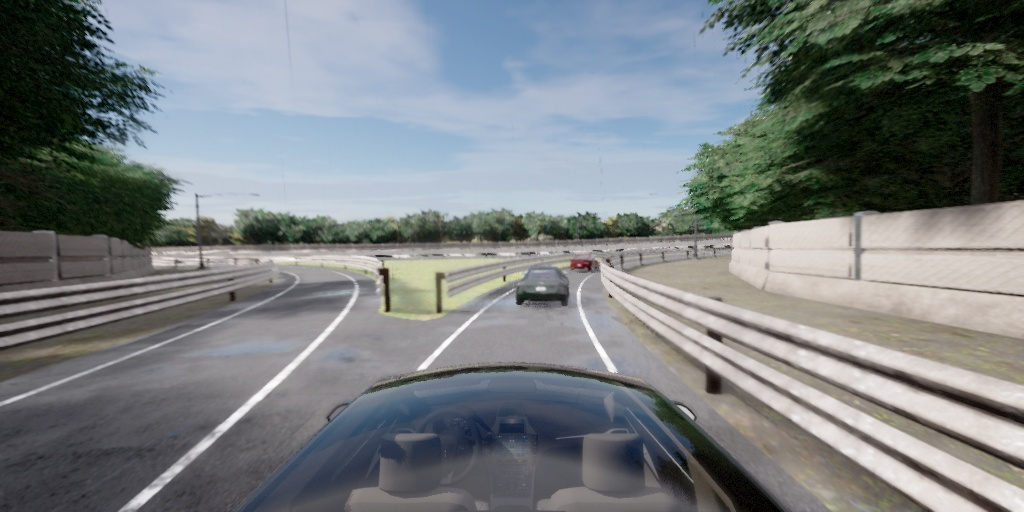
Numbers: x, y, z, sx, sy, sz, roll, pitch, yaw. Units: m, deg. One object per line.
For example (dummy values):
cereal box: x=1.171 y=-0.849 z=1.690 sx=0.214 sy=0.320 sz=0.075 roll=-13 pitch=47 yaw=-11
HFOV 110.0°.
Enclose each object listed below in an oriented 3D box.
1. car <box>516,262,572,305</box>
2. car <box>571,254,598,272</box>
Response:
car: x=1.339 y=1.102 z=14.734 sx=1.994 sy=1.385 sz=4.181 roll=0 pitch=1 yaw=9
car: x=6.857 y=0.585 z=33.680 sx=1.882 sy=1.535 sz=5.008 roll=0 pitch=1 yaw=23
